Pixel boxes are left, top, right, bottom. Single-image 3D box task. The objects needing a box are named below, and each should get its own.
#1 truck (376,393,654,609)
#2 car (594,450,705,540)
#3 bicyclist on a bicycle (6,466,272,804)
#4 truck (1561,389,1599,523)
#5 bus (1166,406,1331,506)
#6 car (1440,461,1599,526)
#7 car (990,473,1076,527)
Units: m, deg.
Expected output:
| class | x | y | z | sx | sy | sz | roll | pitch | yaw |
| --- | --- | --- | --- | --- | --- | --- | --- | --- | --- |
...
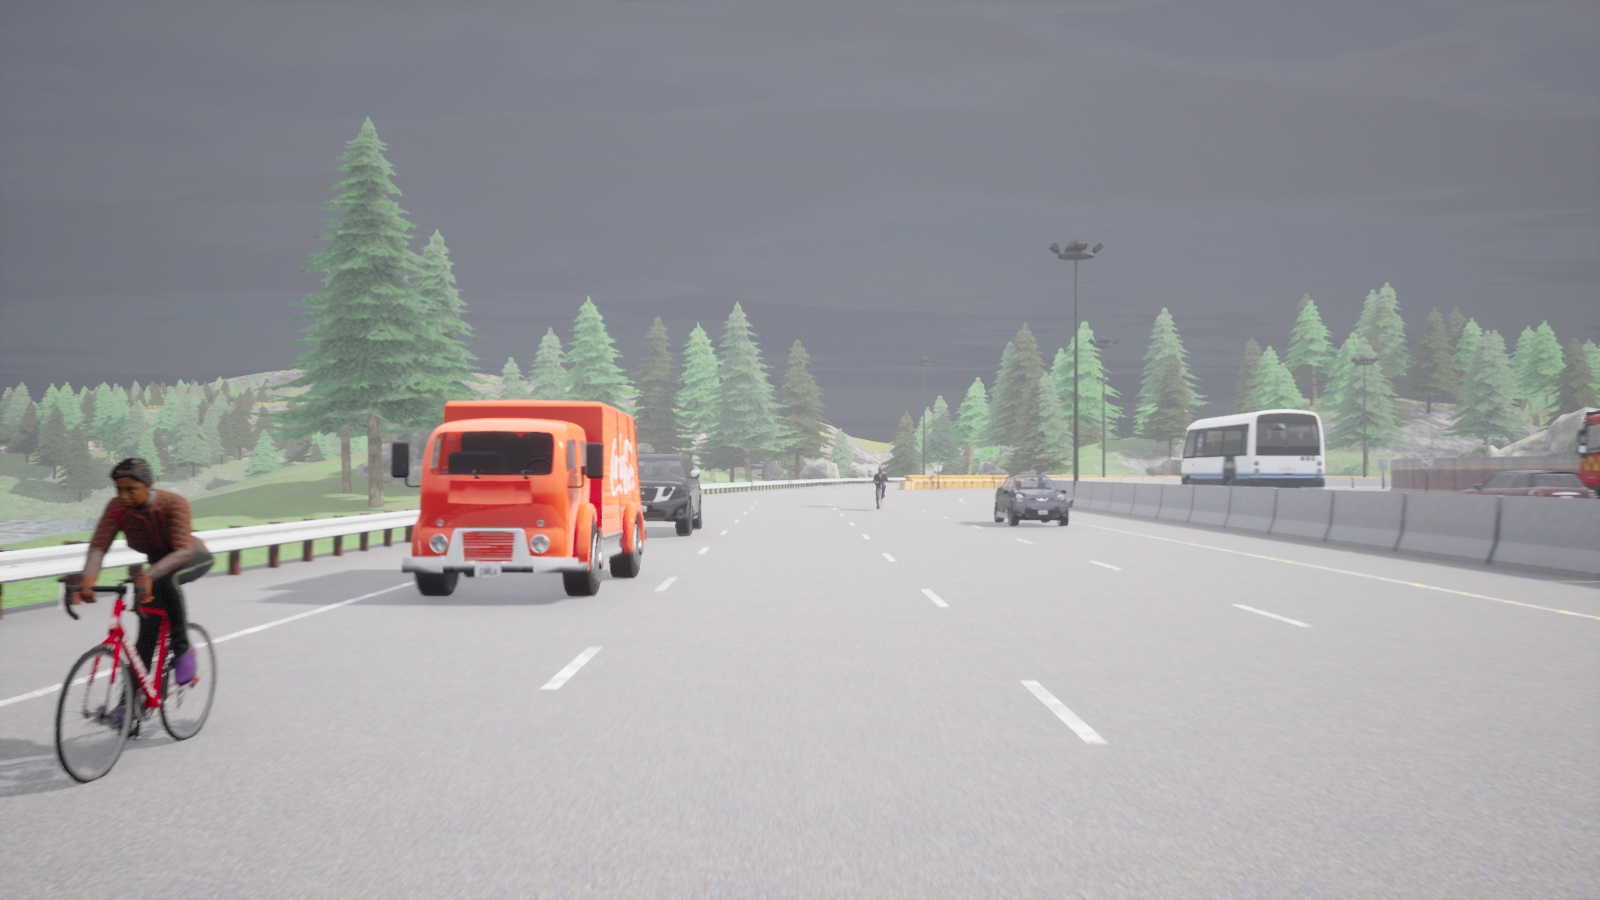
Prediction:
| class | x | y | z | sx | sy | sz | roll | pitch | yaw |
| --- | --- | --- | --- | --- | --- | --- | --- | --- | --- |
| truck | -3.580 | 0.637 | 17.057 | 2.627 | 2.467 | 5.204 | 0 | -1 | 0 |
| car | -3.662 | 1.092 | 31.609 | 2.150 | 2.045 | 5.566 | 0 | -1 | 0 |
| bicyclist on a bicycle | -3.525 | 0.900 | 6.863 | 0.582 | 1.620 | 1.656 | 0 | -1 | 0 |
| truck | 24.324 | 0.125 | 33.433 | 2.891 | 3.827 | 8.468 | 0 | -1 | 0 |
| bus | 20.681 | 0.362 | 58.863 | 3.944 | 4.253 | 10.273 | 0 | -1 | 0 |
| car | 20.810 | 1.214 | 36.448 | 2.097 | 1.767 | 4.553 | 0 | -1 | 0 |
| car | 6.807 | 1.435 | 37.044 | 1.845 | 1.501 | 3.633 | 0 | -1 | 0 |
